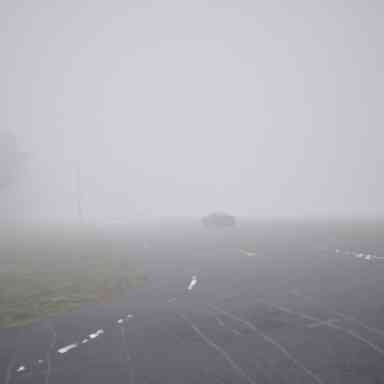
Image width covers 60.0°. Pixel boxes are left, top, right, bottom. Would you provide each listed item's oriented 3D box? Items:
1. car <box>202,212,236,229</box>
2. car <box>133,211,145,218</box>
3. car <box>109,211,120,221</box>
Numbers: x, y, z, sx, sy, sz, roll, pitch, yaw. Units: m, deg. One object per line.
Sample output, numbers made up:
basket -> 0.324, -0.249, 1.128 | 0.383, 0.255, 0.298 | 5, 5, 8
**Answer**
car -> 2.470, 2.669, 32.180 | 1.882, 1.535, 5.008 | -2, -2, -19
car -> -11.995, 5.052, 74.909 | 1.895, 1.301, 4.718 | -2, -2, -19
car -> -14.807, 4.819, 64.026 | 1.895, 1.301, 4.718 | -3, -2, -12
